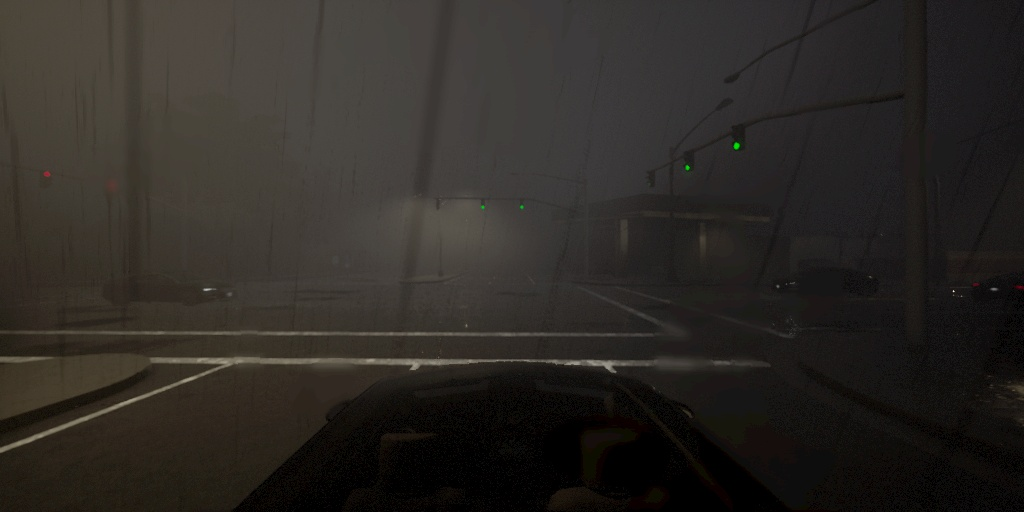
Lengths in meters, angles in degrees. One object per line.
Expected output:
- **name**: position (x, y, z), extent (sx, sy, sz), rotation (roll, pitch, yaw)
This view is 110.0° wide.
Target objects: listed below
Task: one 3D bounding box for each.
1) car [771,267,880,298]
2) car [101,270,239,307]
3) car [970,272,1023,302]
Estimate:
- **car**: position (16.446, 1.355, 18.948), extent (4.892, 1.490, 1.837), rotation (0, 0, -1)
- **car**: position (-14.509, 1.372, 15.386), extent (4.902, 1.511, 2.128), rotation (0, 0, 1)
- **car**: position (22.732, 1.405, 15.451), extent (4.181, 1.385, 1.994), rotation (0, 0, -1)
